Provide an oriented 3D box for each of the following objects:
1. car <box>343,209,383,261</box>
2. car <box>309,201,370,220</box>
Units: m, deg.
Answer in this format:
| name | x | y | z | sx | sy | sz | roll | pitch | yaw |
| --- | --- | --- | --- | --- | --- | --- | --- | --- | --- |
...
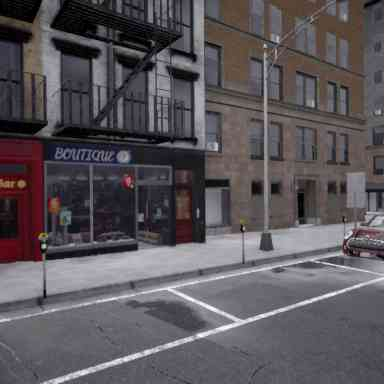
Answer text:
| name | x | y | z | sx | sy | sz | roll | pitch | yaw |
| --- | --- | --- | --- | --- | --- | --- | --- | --- | --- |
| car | 7.043 | 1.442 | 11.592 | 4.097 | 1.590 | 1.967 | 0 | -1 | -36 |
| car | 13.923 | 1.664 | 31.702 | 1.882 | 1.535 | 5.008 | -1 | 0 | -37 |
